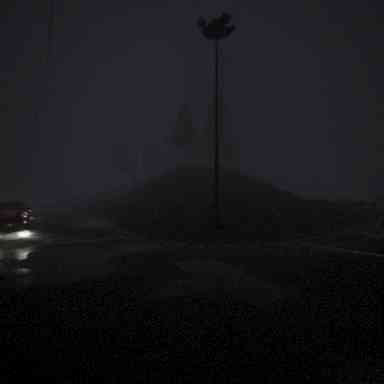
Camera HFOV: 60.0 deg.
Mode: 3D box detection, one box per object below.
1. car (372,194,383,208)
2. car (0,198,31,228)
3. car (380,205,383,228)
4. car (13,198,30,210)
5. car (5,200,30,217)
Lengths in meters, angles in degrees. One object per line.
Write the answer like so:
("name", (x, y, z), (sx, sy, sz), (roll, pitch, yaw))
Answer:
("car", (27.172, 1.296, 46.374), (2.150, 2.045, 5.566), (0, 0, 6))
("car", (-11.808, 1.403, 21.830), (2.097, 1.767, 4.553), (0, 0, -26))
("car", (12.801, 1.595, 19.532), (4.181, 1.385, 1.994), (0, 0, -45))
("car", (-23.459, 1.583, 45.928), (1.882, 1.535, 5.008), (0, 0, -25))
("car", (-17.390, 1.624, 33.321), (2.033, 1.411, 5.357), (0, 0, -26))
